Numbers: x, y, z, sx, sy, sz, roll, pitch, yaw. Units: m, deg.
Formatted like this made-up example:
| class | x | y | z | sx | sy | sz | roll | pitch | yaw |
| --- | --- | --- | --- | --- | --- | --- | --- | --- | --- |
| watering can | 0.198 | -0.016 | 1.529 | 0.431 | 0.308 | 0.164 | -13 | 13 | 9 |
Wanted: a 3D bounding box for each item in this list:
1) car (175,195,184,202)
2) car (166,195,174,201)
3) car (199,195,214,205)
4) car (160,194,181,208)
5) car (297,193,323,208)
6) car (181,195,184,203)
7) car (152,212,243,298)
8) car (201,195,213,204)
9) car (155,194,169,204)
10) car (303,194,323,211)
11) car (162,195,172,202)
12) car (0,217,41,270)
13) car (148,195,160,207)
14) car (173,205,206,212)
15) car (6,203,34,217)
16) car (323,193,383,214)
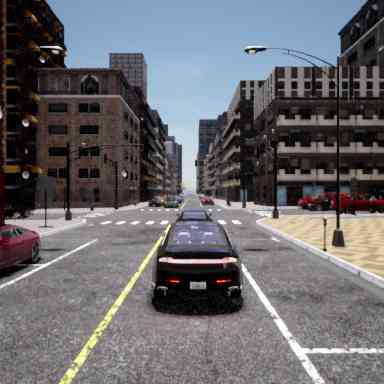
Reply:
| class | x | y | z | sx | sy | sz | roll | pitch | yaw |
| --- | --- | --- | --- | --- | --- | --- | --- | --- | --- |
| car | -2.916 | 1.497 | 80.116 | 1.882 | 1.535 | 5.008 | 0 | 0 | 0 |
| car | -5.601 | 1.478 | 85.396 | 1.967 | 1.590 | 4.097 | 0 | 0 | 0 |
| car | 2.748 | 1.456 | 56.976 | 1.967 | 1.590 | 4.097 | 0 | 0 | 0 |
| car | -3.017 | 1.365 | 48.389 | 2.097 | 1.767 | 4.553 | 0 | 0 | 0 |
| car | 14.598 | 1.014 | 37.595 | 5.009 | 1.841 | 2.192 | -1 | 1 | 0 |
| car | -2.971 | 1.622 | 64.976 | 1.895 | 1.301 | 4.718 | 0 | 0 | 1 |
| car | 0.111 | 1.491 | 8.484 | 2.128 | 1.511 | 4.902 | 0 | 0 | 0 |
| car | 2.755 | 1.460 | 62.659 | 1.967 | 1.590 | 4.097 | 0 | 0 | 0 |
| car | -5.626 | 1.335 | 62.666 | 2.192 | 1.841 | 5.009 | 0 | 0 | 0 |
| car | 14.603 | 1.229 | 35.024 | 4.674 | 1.442 | 1.812 | -1 | 0 | 0 |
| car | -5.613 | 1.468 | 74.031 | 1.967 | 1.590 | 4.097 | 0 | 0 | 0 |
| car | -5.732 | 1.582 | 9.277 | 1.802 | 1.307 | 4.206 | 0 | 0 | 0 |
| car | -5.637 | 1.579 | 51.301 | 1.947 | 1.339 | 4.313 | 0 | 0 | 0 |
| car | 0.116 | 1.564 | 17.099 | 1.994 | 1.385 | 4.181 | 0 | 0 | 0 |
| car | -17.623 | 1.808 | 31.573 | 4.892 | 1.490 | 1.837 | -1 | 0 | 0 |
| car | 14.724 | 1.028 | 29.217 | 5.009 | 1.841 | 2.192 | -1 | 1 | 0 |
